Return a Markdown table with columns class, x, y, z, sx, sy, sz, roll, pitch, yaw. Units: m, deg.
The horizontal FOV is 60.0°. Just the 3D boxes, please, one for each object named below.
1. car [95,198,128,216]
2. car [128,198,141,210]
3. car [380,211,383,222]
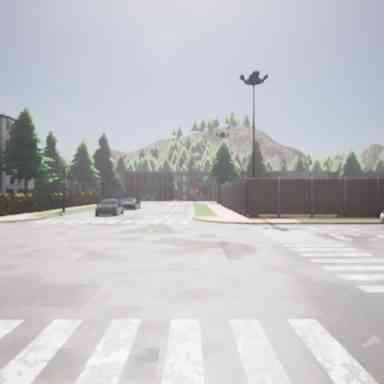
| class | x | y | z | sx | sy | sz | roll | pitch | yaw |
| --- | --- | --- | --- | --- | --- | --- | --- | --- | --- |
| car | -7.707 | 1.438 | 31.379 | 1.837 | 1.490 | 4.892 | 0 | 0 | 0 |
| car | -7.698 | 1.463 | 42.028 | 2.033 | 1.411 | 5.357 | 0 | 0 | 0 |
| car | 14.434 | 1.189 | 19.929 | 5.566 | 2.045 | 2.150 | 0 | 0 | 1 |
